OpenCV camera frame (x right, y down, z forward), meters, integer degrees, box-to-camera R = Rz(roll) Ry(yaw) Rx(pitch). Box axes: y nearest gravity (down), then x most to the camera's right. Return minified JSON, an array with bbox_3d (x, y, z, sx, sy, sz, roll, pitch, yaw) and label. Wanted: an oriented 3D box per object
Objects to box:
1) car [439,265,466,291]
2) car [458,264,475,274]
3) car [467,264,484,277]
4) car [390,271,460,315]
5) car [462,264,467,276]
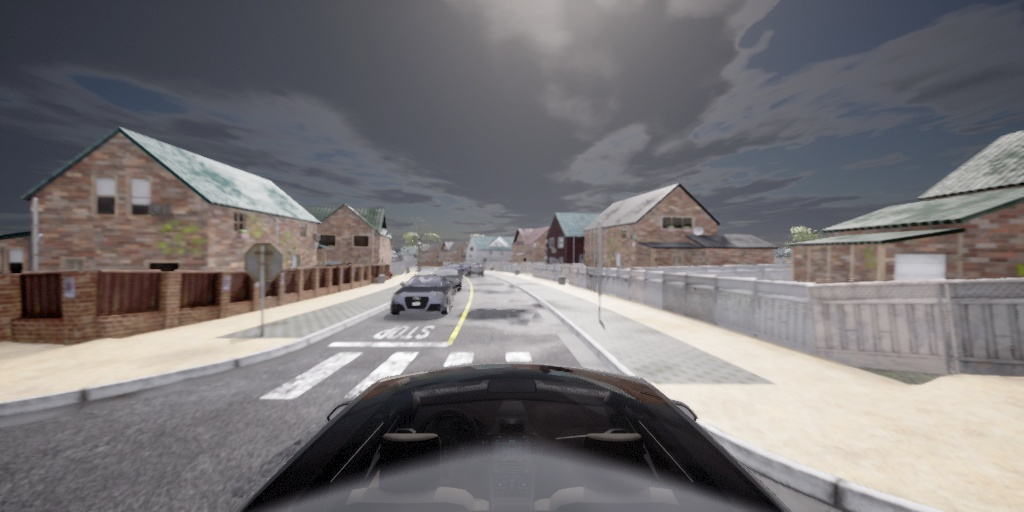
[{"bbox_3d":[-4.272,1.522,24.246,1.812,1.442,4.674,0,-1,-6],"label":"car"},{"bbox_3d":[-6.909,1.894,53.814,1.812,1.442,4.674,0,-1,-15],"label":"car"},{"bbox_3d":[-4.553,1.734,43.978,2.128,1.511,4.902,0,-1,-13],"label":"car"},{"bbox_3d":[-3.351,1.442,14.118,1.994,1.385,4.181,0,-1,-4],"label":"car"},{"bbox_3d":[-6.040,1.636,36.537,2.128,1.511,4.902,0,-1,-10],"label":"car"}]
